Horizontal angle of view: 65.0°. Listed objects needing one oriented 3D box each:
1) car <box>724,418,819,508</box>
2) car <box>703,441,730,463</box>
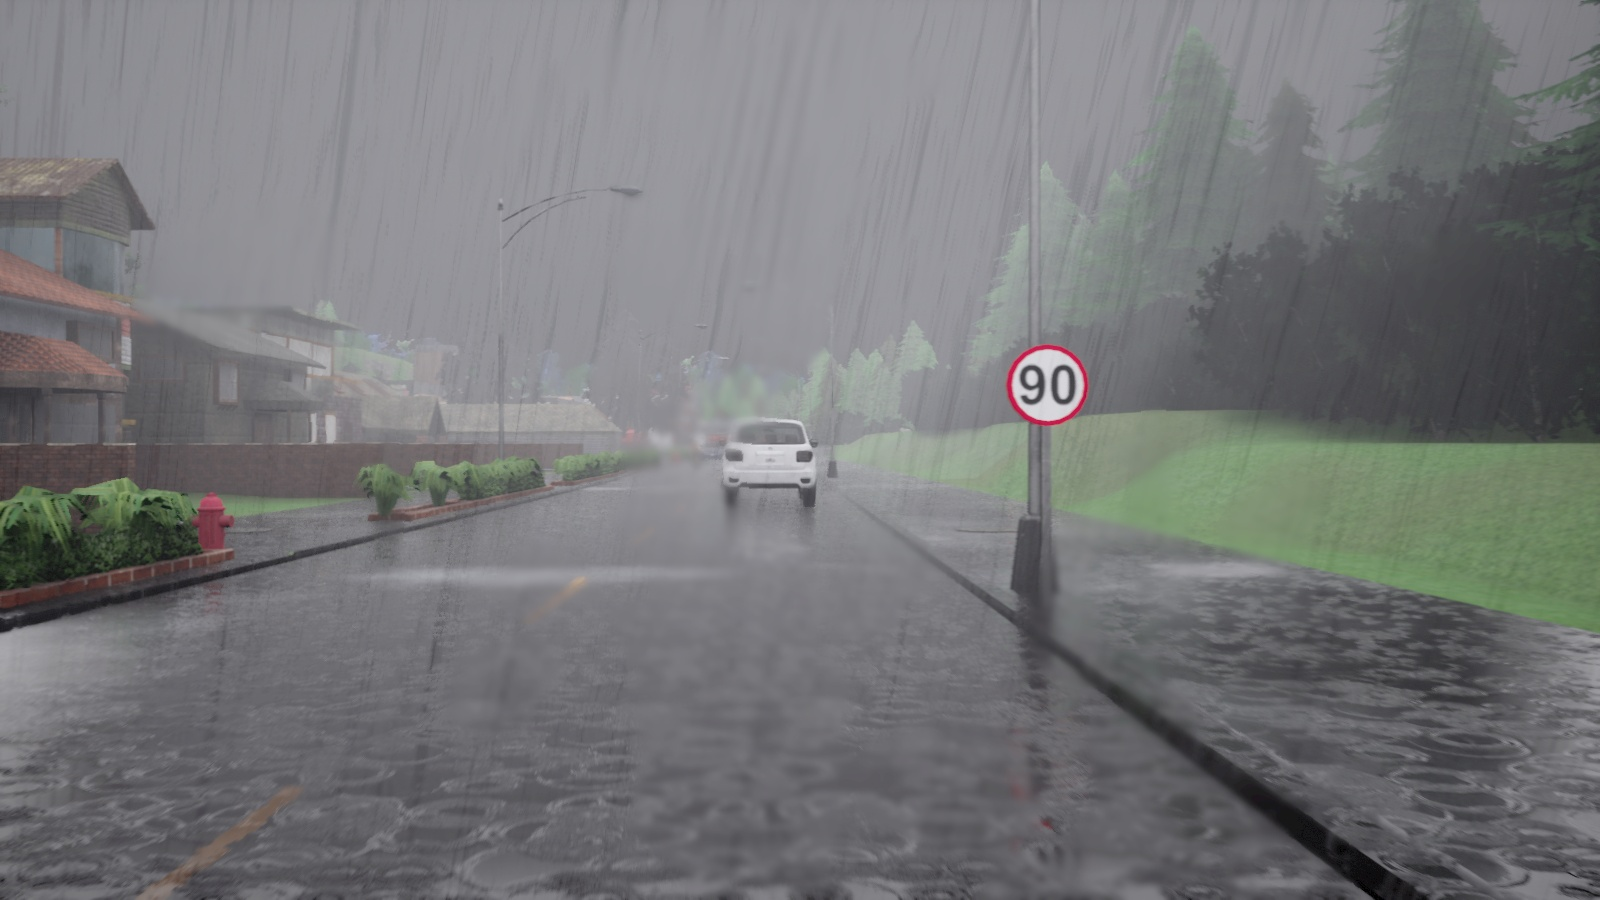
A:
[{"bbox_3d":[-0.711,0.287,31.285,2.150,2.045,5.566,0,0,-1],"label":"car"},{"bbox_3d":[-6.162,0.113,93.062,1.851,1.617,3.988,0,0,-1],"label":"car"}]
